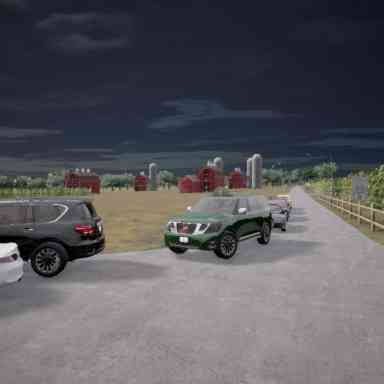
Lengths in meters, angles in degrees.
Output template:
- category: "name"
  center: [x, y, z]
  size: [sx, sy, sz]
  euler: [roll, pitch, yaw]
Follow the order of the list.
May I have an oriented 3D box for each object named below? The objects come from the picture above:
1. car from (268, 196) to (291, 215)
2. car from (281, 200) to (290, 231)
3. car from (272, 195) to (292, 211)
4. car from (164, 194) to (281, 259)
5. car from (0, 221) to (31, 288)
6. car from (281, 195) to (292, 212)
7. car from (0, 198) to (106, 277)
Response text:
- category: "car"
  center: [8.144, 1.203, 30.803]
  size: [1.837, 1.490, 4.892]
  euler: [0, 0, 17]
- category: "car"
  center: [4.387, 1.383, 19.019]
  size: [1.994, 1.385, 4.181]
  euler: [0, 0, 17]
- category: "car"
  center: [9.950, 1.116, 36.509]
  size: [1.882, 1.535, 5.008]
  euler: [0, 0, 18]
- category: "car"
  center: [1.279, 1.110, 12.690]
  size: [2.150, 2.045, 5.566]
  euler: [0, 0, 34]
- category: "car"
  center: [-5.929, 1.613, 6.520]
  size: [4.674, 1.442, 1.812]
  euler: [-2, 1, -32]
- category: "car"
  center: [6.230, 1.239, 24.755]
  size: [1.882, 1.535, 5.008]
  euler: [0, 0, 18]
- category: "car"
  center: [-5.379, 1.229, 9.608]
  size: [5.566, 2.045, 2.150]
  euler: [-1, 1, -4]
